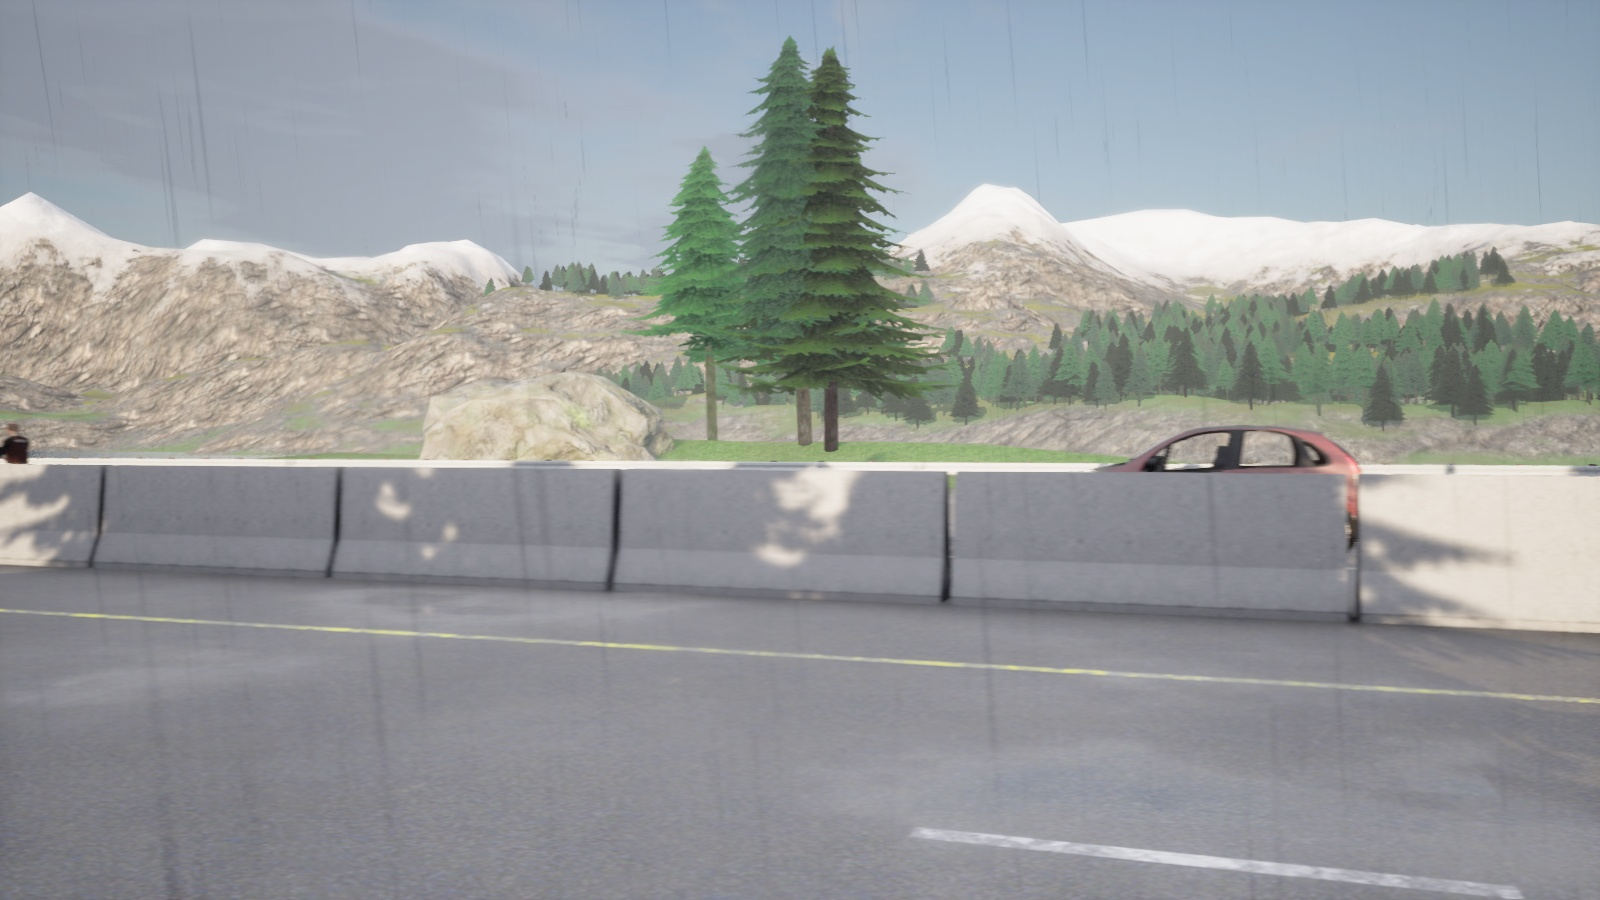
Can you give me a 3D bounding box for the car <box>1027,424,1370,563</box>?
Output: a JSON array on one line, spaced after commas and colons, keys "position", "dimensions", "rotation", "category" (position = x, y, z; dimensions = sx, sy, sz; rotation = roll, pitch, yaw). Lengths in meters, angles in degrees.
[{"position": [5.082, 0.484, 16.252], "dimensions": [3.988, 1.617, 1.851], "rotation": [1, 1, 19], "category": "car"}]
